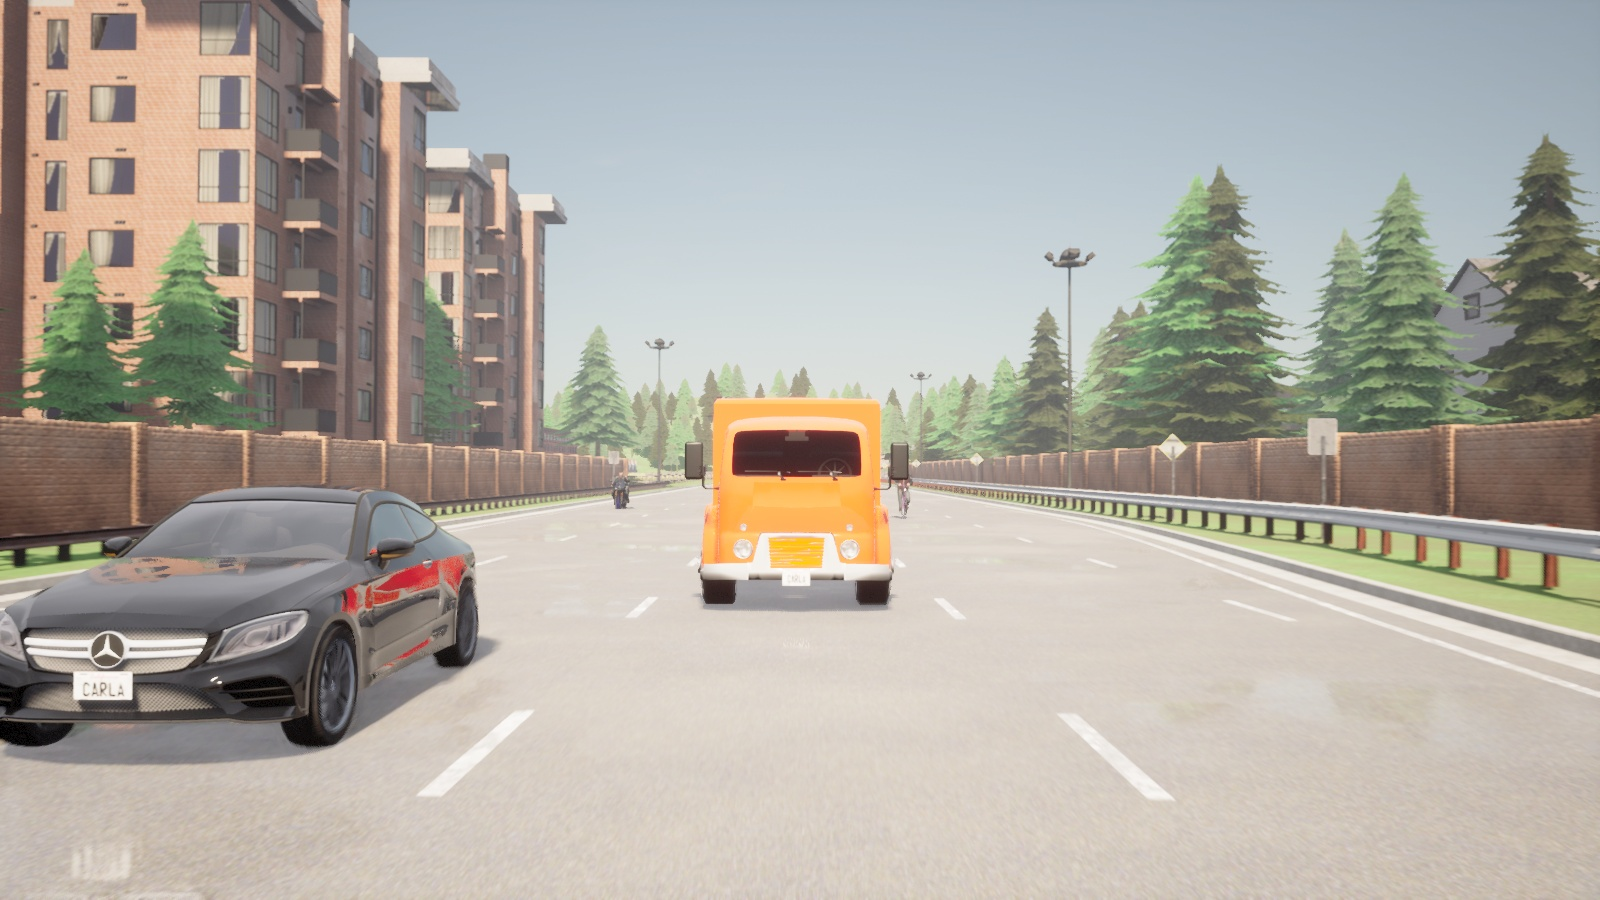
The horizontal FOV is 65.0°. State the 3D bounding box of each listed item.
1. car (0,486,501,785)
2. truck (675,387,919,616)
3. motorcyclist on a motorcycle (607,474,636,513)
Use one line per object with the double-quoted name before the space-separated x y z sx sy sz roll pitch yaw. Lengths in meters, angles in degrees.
"car" -3.515 0.999 8.661 1.812 1.442 4.674 0 -1 0
"truck" -0.041 0.599 16.179 2.627 2.467 5.204 0 -1 0
"motorcyclist on a motorcycle" -7.122 1.716 50.141 0.866 1.530 2.191 0 -1 0
